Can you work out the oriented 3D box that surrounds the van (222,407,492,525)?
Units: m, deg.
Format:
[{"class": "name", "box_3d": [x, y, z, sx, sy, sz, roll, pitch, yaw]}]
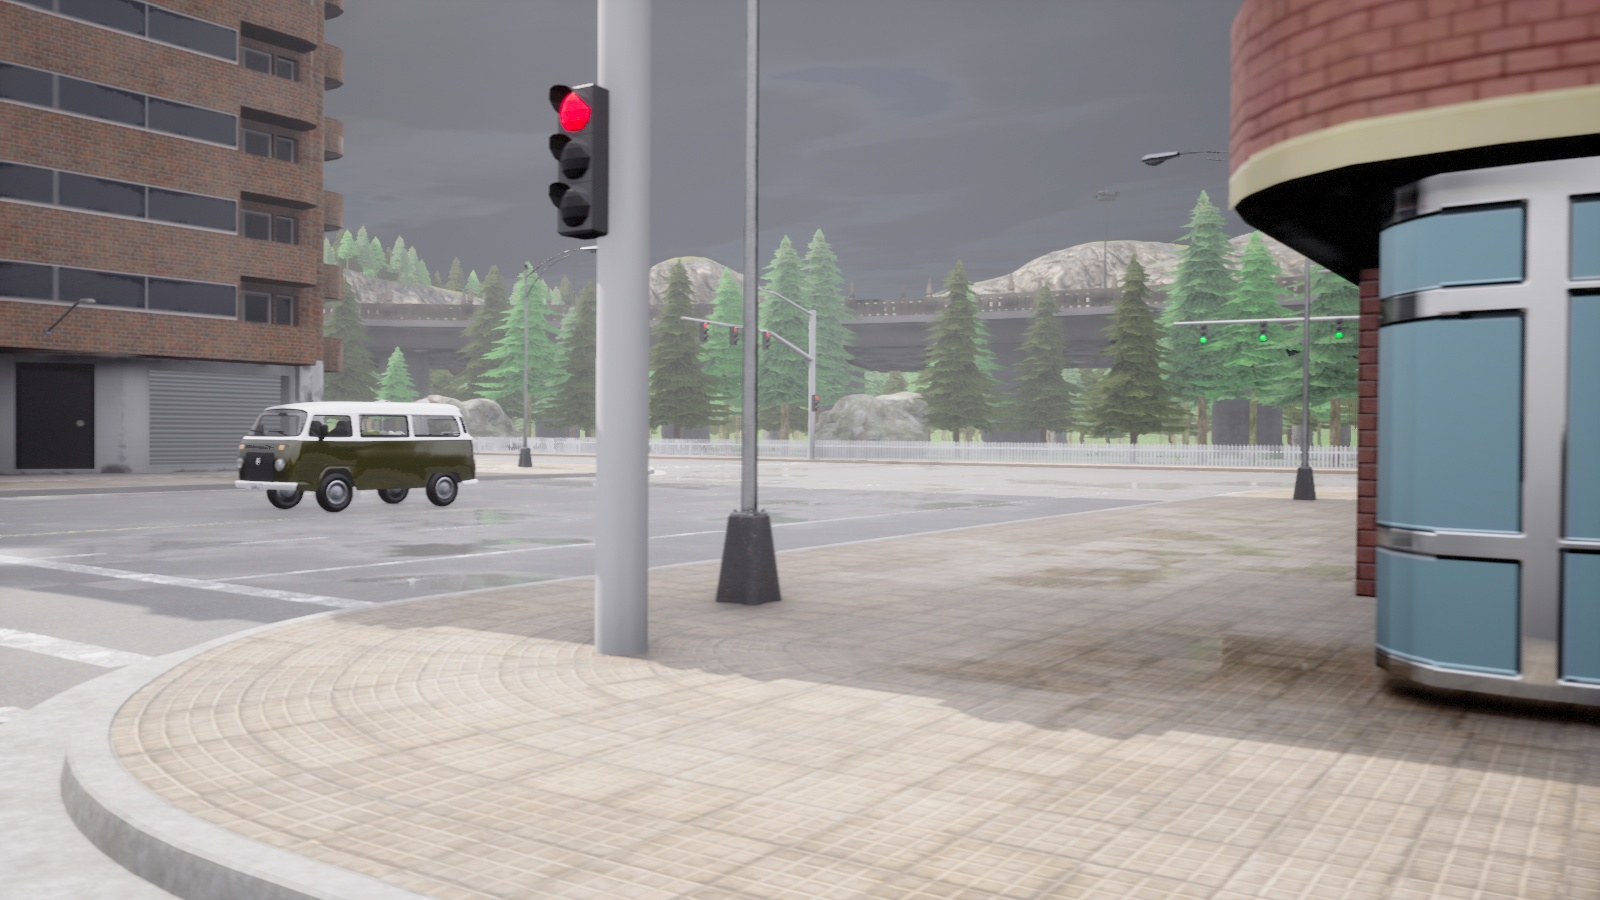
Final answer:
[{"class": "van", "box_3d": [-8.330, 0.238, 23.999, 2.069, 2.038, 4.480, 0, 1, 34]}]
